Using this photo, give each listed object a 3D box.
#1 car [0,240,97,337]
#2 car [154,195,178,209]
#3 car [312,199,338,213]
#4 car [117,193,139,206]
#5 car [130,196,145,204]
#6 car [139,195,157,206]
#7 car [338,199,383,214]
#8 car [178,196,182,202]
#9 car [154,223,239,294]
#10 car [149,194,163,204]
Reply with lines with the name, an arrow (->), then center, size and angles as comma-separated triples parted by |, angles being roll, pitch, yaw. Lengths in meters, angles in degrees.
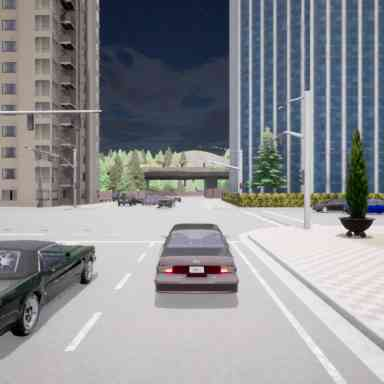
car -> -3.423, 1.601, 6.606 | 1.895, 1.301, 4.718 | 0, 0, 1
car -> -3.536, 1.505, 46.482 | 1.837, 1.490, 4.892 | 1, 0, 5
car -> 15.677, 1.505, 36.499 | 4.892, 1.490, 1.837 | 0, 0, 0
car -> -10.466, 1.221, 53.861 | 2.150, 2.045, 5.566 | 0, 0, 0
car -> -10.394, 1.547, 64.101 | 2.033, 1.411, 5.357 | 0, 0, 1
car -> -6.959, 1.352, 54.827 | 2.097, 1.767, 4.553 | 0, 0, 0
car -> 17.628, 1.478, 33.014 | 5.008, 1.535, 1.882 | 0, 0, 0
car -> -3.324, 1.524, 74.191 | 1.812, 1.442, 4.674 | 0, 0, 0
car -> 0.096, 1.547, 8.943 | 2.033, 1.411, 5.357 | 0, 0, 0
car -> -6.899, 1.352, 63.716 | 2.097, 1.767, 4.553 | 0, 0, 1
